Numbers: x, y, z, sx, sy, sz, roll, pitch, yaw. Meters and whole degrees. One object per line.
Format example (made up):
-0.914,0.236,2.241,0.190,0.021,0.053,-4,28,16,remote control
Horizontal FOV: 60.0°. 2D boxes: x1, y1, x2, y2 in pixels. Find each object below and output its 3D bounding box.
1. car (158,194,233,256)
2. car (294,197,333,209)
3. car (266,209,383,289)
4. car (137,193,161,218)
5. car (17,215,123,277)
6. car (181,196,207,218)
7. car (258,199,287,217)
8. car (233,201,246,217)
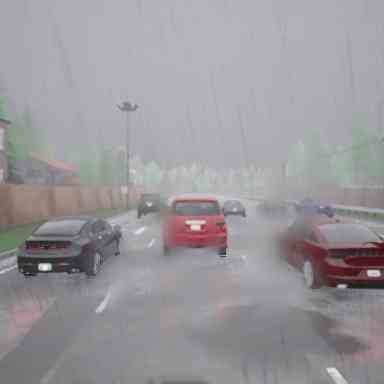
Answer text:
0.119,1.178,13.017,2.150,2.045,5.566,0,0,0,car
10.648,1.263,29.425,2.097,1.767,4.553,0,0,0,car
3.610,1.450,9.070,1.882,1.535,5.008,0,0,0,car
-3.353,1.122,28.871,2.150,2.045,5.566,0,0,0,car
-3.388,1.468,10.093,1.837,1.490,4.892,0,0,0,car
0.147,1.254,29.449,2.097,1.767,4.553,0,0,0,car
7.148,1.412,29.764,1.837,1.490,4.892,0,0,0,car
3.649,1.466,30.263,1.994,1.385,4.181,0,0,0,car
